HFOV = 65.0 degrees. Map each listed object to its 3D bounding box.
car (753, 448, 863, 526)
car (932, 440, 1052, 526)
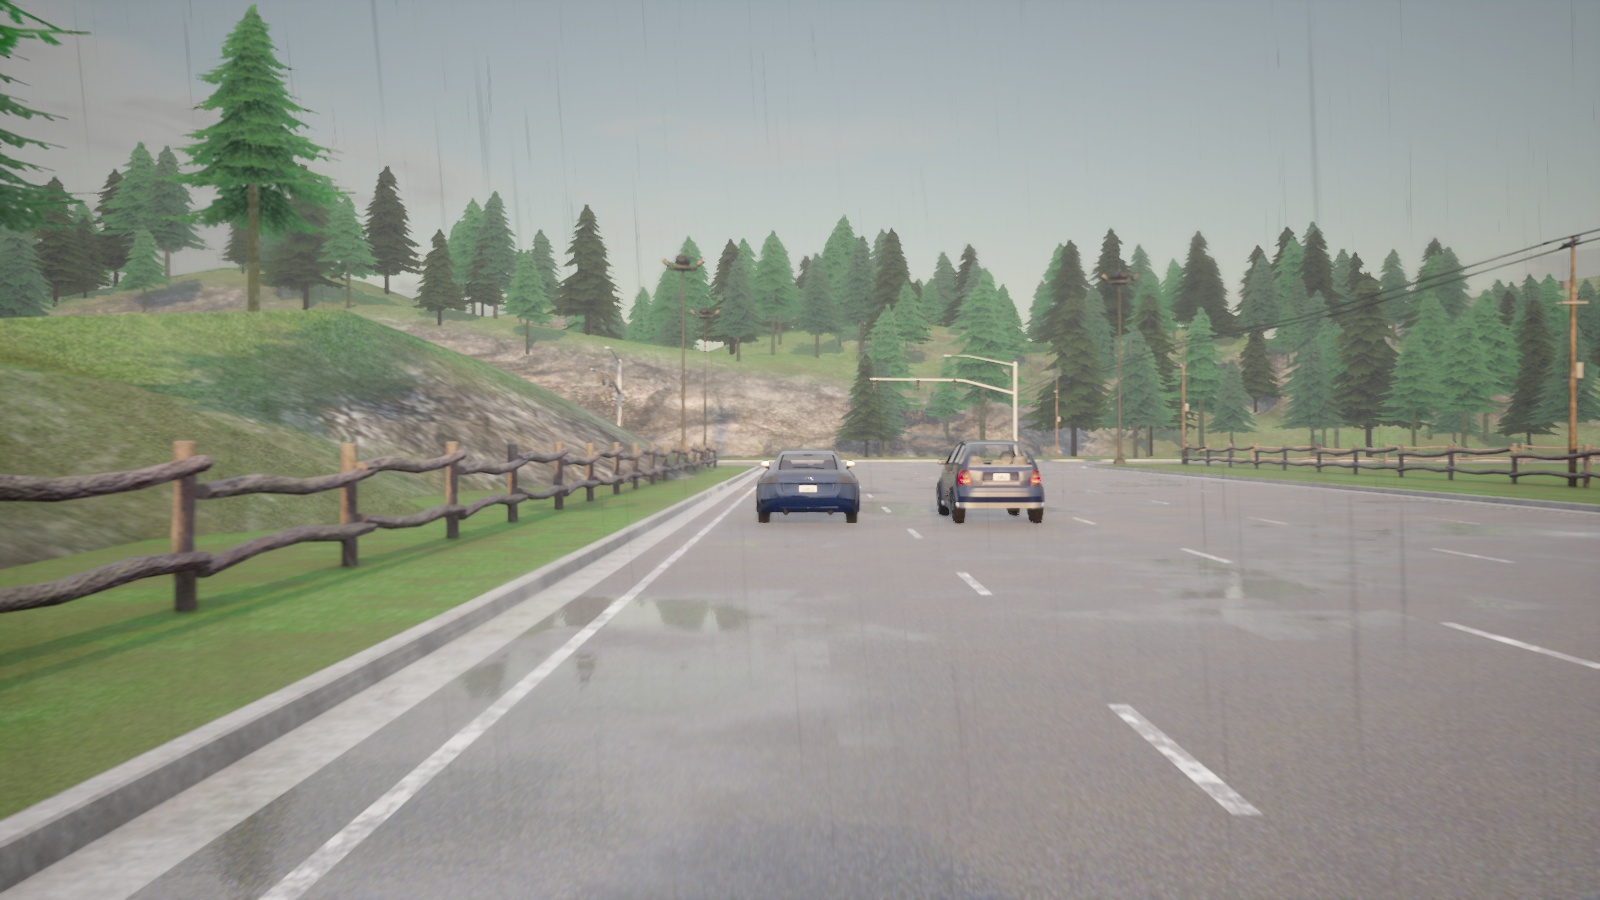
[{"bbox_3d":[0.157,0.669,24.929,1.994,1.385,4.181,0,0,0],"label":"car"},{"bbox_3d":[3.655,0.589,24.494,1.789,1.549,3.705,0,0,0],"label":"car"}]
